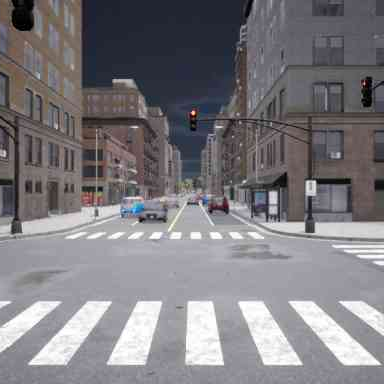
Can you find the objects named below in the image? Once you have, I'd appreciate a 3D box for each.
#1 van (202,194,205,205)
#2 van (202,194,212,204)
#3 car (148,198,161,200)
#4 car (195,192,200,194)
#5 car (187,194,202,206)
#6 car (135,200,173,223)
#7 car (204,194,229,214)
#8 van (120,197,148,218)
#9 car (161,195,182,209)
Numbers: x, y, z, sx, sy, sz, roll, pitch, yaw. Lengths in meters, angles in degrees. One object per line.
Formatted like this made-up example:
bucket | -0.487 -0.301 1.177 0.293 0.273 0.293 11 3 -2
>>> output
van | 2.790 1.334 51.595 1.690 1.788 3.998 0 0 0
van | 2.802 1.331 62.408 1.690 1.788 3.998 0 0 0
car | -5.326 1.561 40.797 1.947 1.339 4.313 0 0 0
car | 2.429 1.338 84.891 2.097 1.767 4.553 0 0 0
car | 0.165 1.556 55.492 1.994 1.385 4.181 0 0 1
car | -2.801 1.561 25.125 1.994 1.385 4.181 0 0 0
car | 2.773 1.311 35.376 2.192 1.841 5.009 0 0 0
van | -5.351 1.338 29.985 1.690 1.788 3.998 0 0 0
car | -2.752 1.520 45.264 1.812 1.442 4.674 0 0 0
